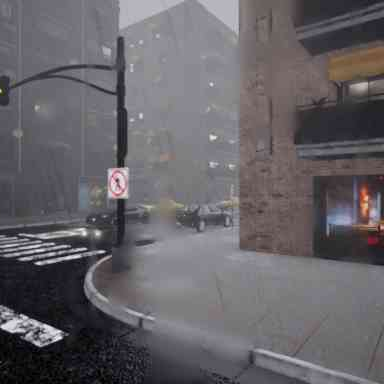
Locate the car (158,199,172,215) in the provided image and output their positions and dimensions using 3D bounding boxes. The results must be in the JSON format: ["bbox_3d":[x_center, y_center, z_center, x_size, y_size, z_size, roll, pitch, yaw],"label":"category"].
[{"bbox_3d":[-2.573,1.250,27.346,1.752,1.417,4.829,1,1,36],"label":"car"}]

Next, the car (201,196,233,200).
[{"bbox_3d":[1.368,1.243,28.595,1.994,1.385,4.181,0,1,36],"label":"car"}]

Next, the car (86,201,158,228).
[{"bbox_3d":[-4.436,1.366,20.591,1.994,1.385,4.181,0,1,36],"label":"car"}]

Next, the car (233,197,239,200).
[{"bbox_3d":[4.080,1.109,36.531,1.752,1.417,4.829,1,1,36],"label":"car"}]

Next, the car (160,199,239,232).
[{"bbox_3d":[0.599,1.331,18.293,2.008,1.369,4.403,1,1,36],"label":"car"}]
